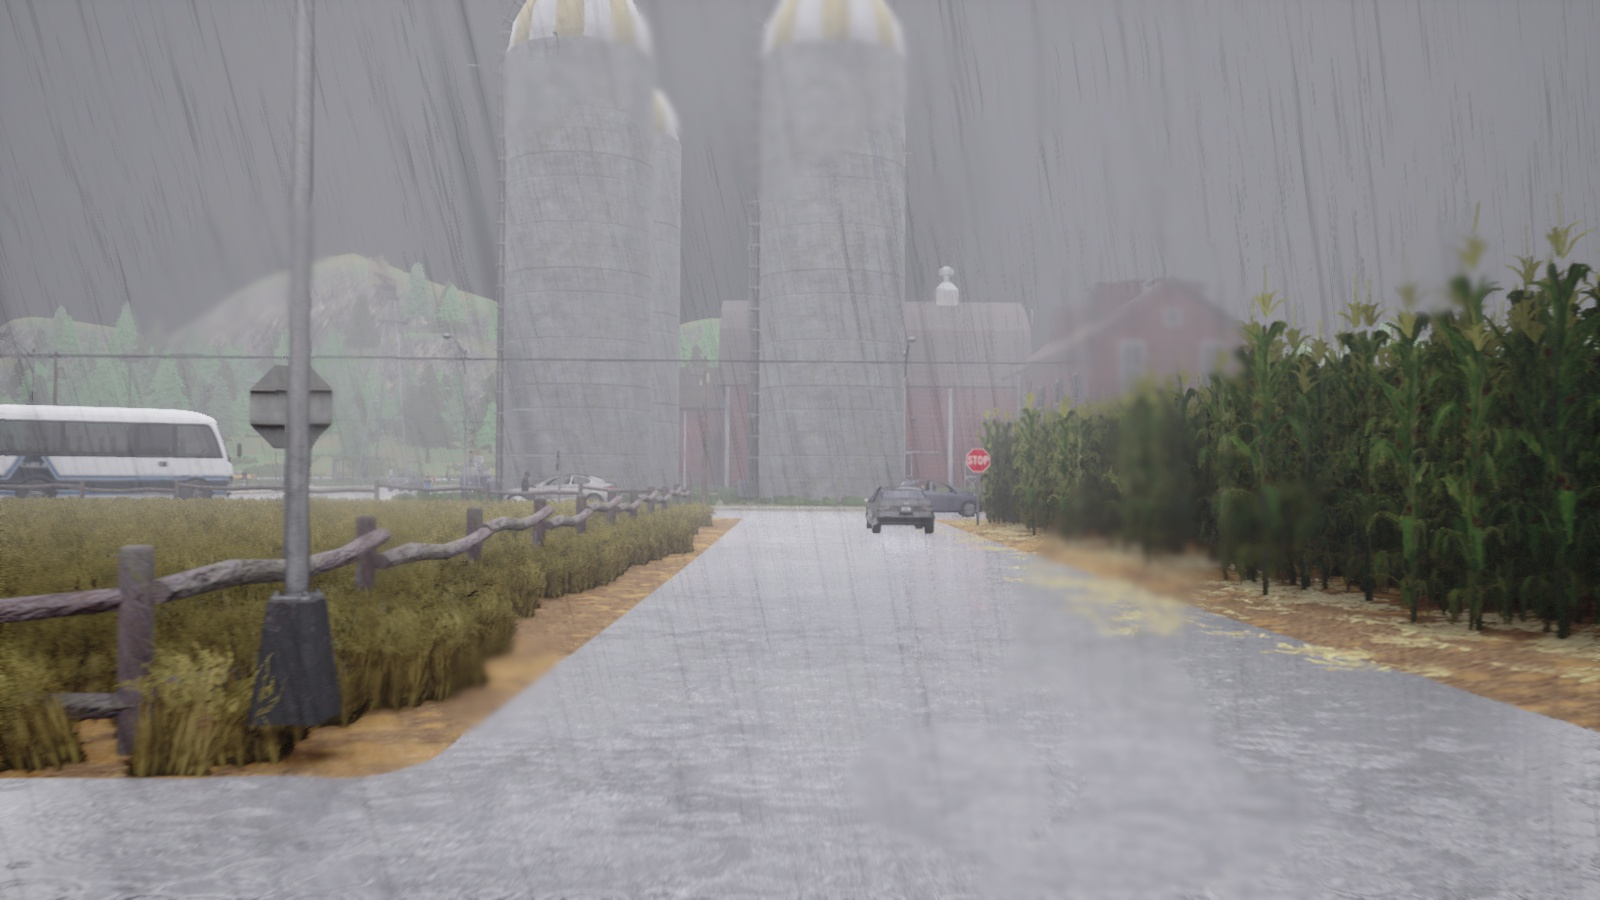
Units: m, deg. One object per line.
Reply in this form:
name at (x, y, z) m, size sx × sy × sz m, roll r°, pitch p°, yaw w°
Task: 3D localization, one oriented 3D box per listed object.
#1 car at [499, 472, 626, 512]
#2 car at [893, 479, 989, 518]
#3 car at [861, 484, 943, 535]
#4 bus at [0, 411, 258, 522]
car at (-10.137, 1.791, 53.803) m, size 5.027 × 1.651 × 2.152 m, roll 0°, pitch -1°, yaw 1°
car at (5.622, 1.937, 50.403) m, size 3.633 × 1.501 × 1.845 m, roll 0°, pitch -1°, yaw 0°
car at (3.024, 1.762, 38.301) m, size 2.033 × 1.411 × 5.357 m, roll 0°, pitch -1°, yaw 0°
bus at (-28.240, 0.633, 51.742) m, size 10.273 × 4.253 × 3.944 m, roll 1°, pitch 1°, yaw -32°
